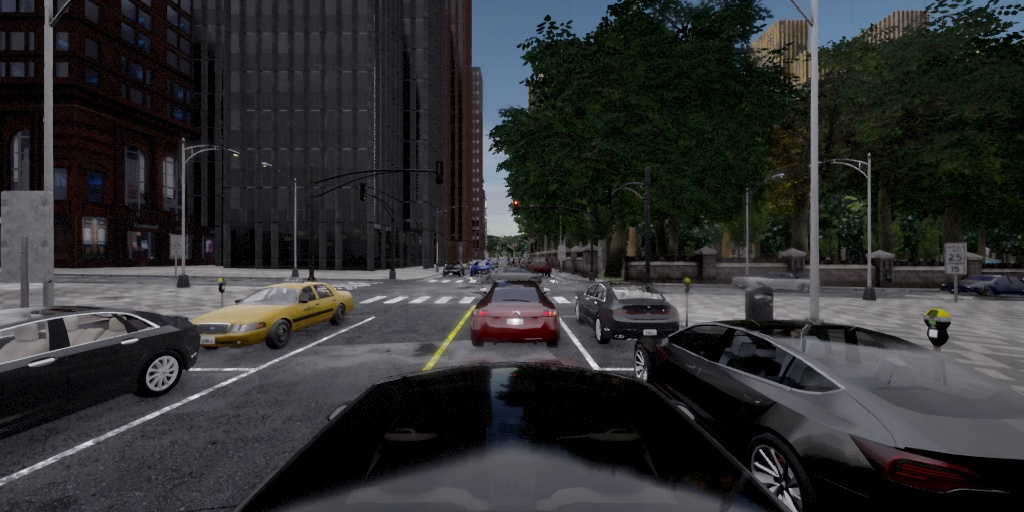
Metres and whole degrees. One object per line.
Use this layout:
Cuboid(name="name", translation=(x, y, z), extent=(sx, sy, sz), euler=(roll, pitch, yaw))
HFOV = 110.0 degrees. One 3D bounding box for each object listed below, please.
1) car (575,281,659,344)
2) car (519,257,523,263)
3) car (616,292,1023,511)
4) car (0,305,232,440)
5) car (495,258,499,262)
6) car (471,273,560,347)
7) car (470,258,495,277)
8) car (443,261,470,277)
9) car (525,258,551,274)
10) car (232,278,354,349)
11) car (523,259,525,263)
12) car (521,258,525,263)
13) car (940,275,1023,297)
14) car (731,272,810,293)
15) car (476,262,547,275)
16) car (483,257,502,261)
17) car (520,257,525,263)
Cuboid(name="car", translation=(2.763, 1.301, 9.361), extent=(2.007, 1.370, 4.403), euler=(0, 0, 0))
Cuboid(name="car", translation=(2.767, 1.233, 63.307), extent=(1.967, 1.591, 4.097), euler=(0, 0, 0))
Cuboid(name="car", translation=(2.763, 1.316, 3.848), extent=(1.948, 1.339, 4.313), euler=(0, 0, 0))
Cuboid(name="car", translation=(-5.762, 1.300, 3.840), extent=(2.007, 1.370, 4.403), euler=(0, 0, 0))
Cuboid(name="car", translation=(-3.088, 1.338, 46.597), extent=(1.994, 1.385, 4.181), euler=(0, 0, 0))
Cuboid(name="car", translation=(0.081, 1.314, 9.356), extent=(1.994, 1.385, 4.181), euler=(0, 0, 0))
Cuboid(name="car", translation=(-3.089, 1.240, 36.632), extent=(1.882, 1.535, 5.008), euler=(0, 0, 0))
Cuboid(name="car", translation=(-5.760, 1.328, 36.017), extent=(1.948, 1.339, 4.313), euler=(0, 0, 0))
Cuboid(name="car", translation=(2.765, 1.077, 36.025), extent=(2.192, 1.841, 5.009), euler=(0, 0, 0))
Cuboid(name="car", translation=(-5.762, 1.275, 9.182), extent=(1.751, 1.417, 4.829), euler=(0, 0, 0))
Cuboid(name="car", translation=(2.766, 1.340, 46.938), extent=(1.948, 1.339, 4.313), euler=(0, 0, 0))
Cuboid(name="car", translation=(2.766, 1.331, 52.394), extent=(2.007, 1.370, 4.403), euler=(0, 0, 0))
Cuboid(name="car", translation=(32.534, 1.993, 24.257), extent=(5.357, 1.411, 2.033), euler=(1, 0, 0))
Cuboid(name="car", translation=(17.557, 1.735, 24.180), extent=(4.718, 1.301, 1.895), euler=(1, 0, 0))
Cuboid(name="car", translation=(-0.041, 1.345, 24.082), extent=(4.181, 1.385, 1.994), euler=(1, 0, 0))
Cuboid(name="car", translation=(-3.080, 1.277, 56.642), extent=(2.128, 1.511, 4.902), euler=(0, 0, 0))
Cuboid(name="car", translation=(2.767, 1.337, 57.851), extent=(2.007, 1.370, 4.403), euler=(0, 0, 0))
